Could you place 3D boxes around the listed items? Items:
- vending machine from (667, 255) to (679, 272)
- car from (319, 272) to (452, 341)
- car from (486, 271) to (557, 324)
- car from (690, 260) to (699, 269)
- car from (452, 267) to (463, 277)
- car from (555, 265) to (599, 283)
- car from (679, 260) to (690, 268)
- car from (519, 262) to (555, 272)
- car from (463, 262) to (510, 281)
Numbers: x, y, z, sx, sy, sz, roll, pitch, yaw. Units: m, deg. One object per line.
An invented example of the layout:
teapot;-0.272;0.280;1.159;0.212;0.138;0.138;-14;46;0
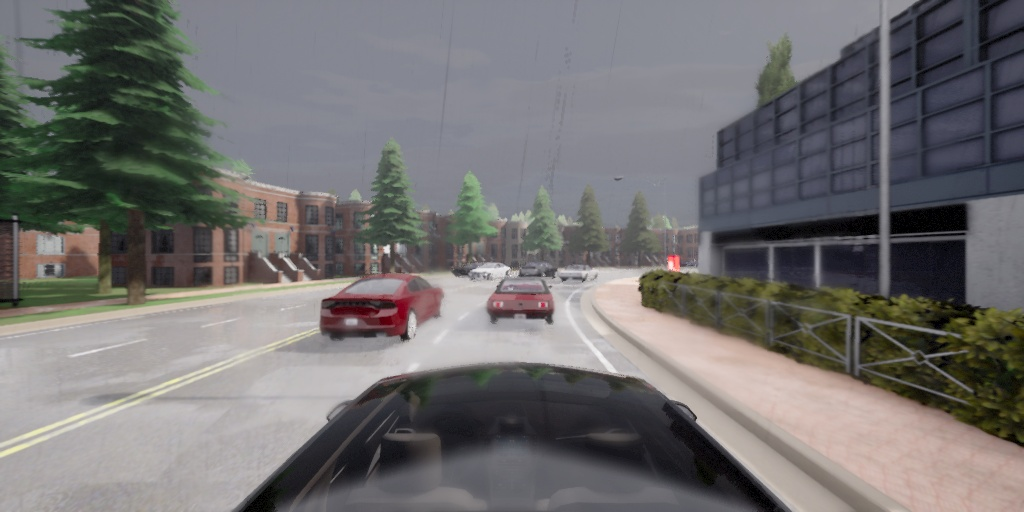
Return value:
vending machine;15.319;0.919;34.165;0.880;2.100;1.100;0;0;-44
car;-3.216;1.221;9.918;1.882;1.535;5.008;0;0;3
car;0.407;1.343;11.896;1.895;1.301;4.718;0;0;4
car;30.250;1.199;54.469;4.902;1.511;2.128;0;0;-12
car;-3.582;1.325;33.744;1.895;1.301;4.718;0;0;31
car;5.331;1.329;27.983;1.895;1.301;4.718;0;0;29
car;29.257;1.305;57.903;4.718;1.301;1.895;0;0;-13
car;2.301;1.219;29.500;2.128;1.511;4.902;0;0;28
car;-1.769;1.253;29.686;1.812;1.442;4.674;0;0;28
